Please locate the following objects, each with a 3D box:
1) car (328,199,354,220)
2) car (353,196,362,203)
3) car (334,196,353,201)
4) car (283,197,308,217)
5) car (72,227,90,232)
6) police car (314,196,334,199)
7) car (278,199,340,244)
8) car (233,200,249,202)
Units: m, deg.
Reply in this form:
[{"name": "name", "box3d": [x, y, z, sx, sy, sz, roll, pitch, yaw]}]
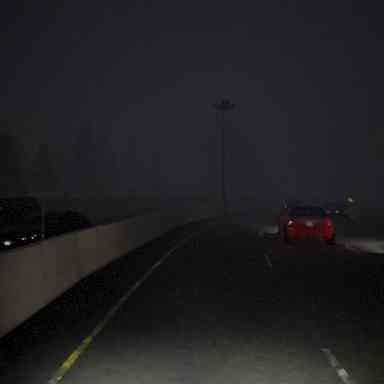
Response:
[{"name": "car", "box3d": [12.366, 1.622, 28.745, 2.033, 1.411, 5.357, 0, 0, 20]}, {"name": "car", "box3d": [36.540, 1.687, 75.358, 5.008, 1.535, 1.882, 0, 0, -38]}, {"name": "car", "box3d": [32.096, 1.668, 71.710, 5.008, 1.535, 1.882, 0, 0, -41]}, {"name": "car", "box3d": [10.319, 1.426, 32.979, 2.097, 1.767, 4.553, 0, 0, 21]}, {"name": "car", "box3d": [-5.881, 1.504, 13.651, 1.837, 1.490, 4.892, 0, 0, 9]}, {"name": "police car", "box3d": [25.272, 1.586, 65.144, 1.930, 1.638, 5.238, 0, 0, 43]}, {"name": "car", "box3d": [5.403, 1.389, 16.243, 2.097, 1.767, 4.553, 0, 0, 10]}, {"name": "car", "box3d": [8.113, 1.569, 52.324, 1.882, 1.535, 5.008, 0, 0, 32]}]
